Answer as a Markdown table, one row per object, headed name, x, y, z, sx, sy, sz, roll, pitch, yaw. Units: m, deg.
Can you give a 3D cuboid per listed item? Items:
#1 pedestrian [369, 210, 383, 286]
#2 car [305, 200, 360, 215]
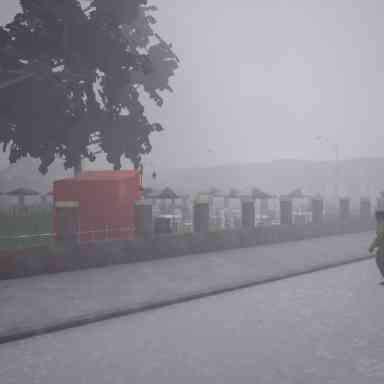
| name | x | y | z | sx | sy | sz | roll | pitch | yaw |
| --- | --- | --- | --- | --- | --- | --- | --- | --- | --- |
| pedestrian | 4.570 | 1.294 | 7.955 | 0.375 | 1.860 | 0.375 | 0 | 0 | -36 |
| car | 12.218 | 1.477 | 28.728 | 1.882 | 1.535 | 5.008 | 0 | 0 | -35 |
